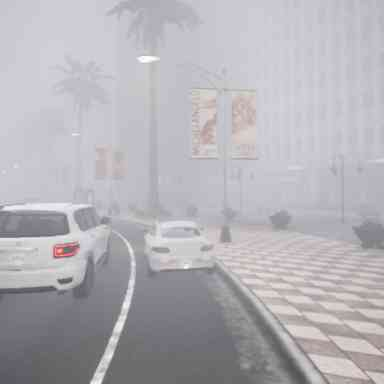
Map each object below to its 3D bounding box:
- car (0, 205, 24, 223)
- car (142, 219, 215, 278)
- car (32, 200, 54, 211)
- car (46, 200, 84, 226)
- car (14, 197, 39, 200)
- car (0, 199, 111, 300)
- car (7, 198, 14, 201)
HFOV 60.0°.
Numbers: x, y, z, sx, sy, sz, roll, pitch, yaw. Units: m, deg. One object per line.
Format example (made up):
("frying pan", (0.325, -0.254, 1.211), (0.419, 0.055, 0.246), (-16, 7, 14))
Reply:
("car", (-16.220, 1.900, 29.416), (1.895, 1.301, 4.718), (0, 0, -34))
("car", (-0.540, 1.573, 10.362), (1.812, 1.442, 4.674), (-1, 0, -10))
("car", (-22.433, 1.932, 49.935), (2.231, 1.521, 4.892), (0, 0, -35))
("car", (-10.021, 1.569, 26.031), (2.097, 1.767, 4.553), (-1, 0, -30))
("car", (-20.356, 1.615, 41.484), (2.150, 2.045, 5.566), (0, 0, -35))
("car", (-3.493, 1.295, 8.701), (2.150, 2.045, 5.566), (0, 0, -7))
("car", (-39.113, 2.088, 74.116), (2.185, 1.767, 4.553), (0, 0, -35))
